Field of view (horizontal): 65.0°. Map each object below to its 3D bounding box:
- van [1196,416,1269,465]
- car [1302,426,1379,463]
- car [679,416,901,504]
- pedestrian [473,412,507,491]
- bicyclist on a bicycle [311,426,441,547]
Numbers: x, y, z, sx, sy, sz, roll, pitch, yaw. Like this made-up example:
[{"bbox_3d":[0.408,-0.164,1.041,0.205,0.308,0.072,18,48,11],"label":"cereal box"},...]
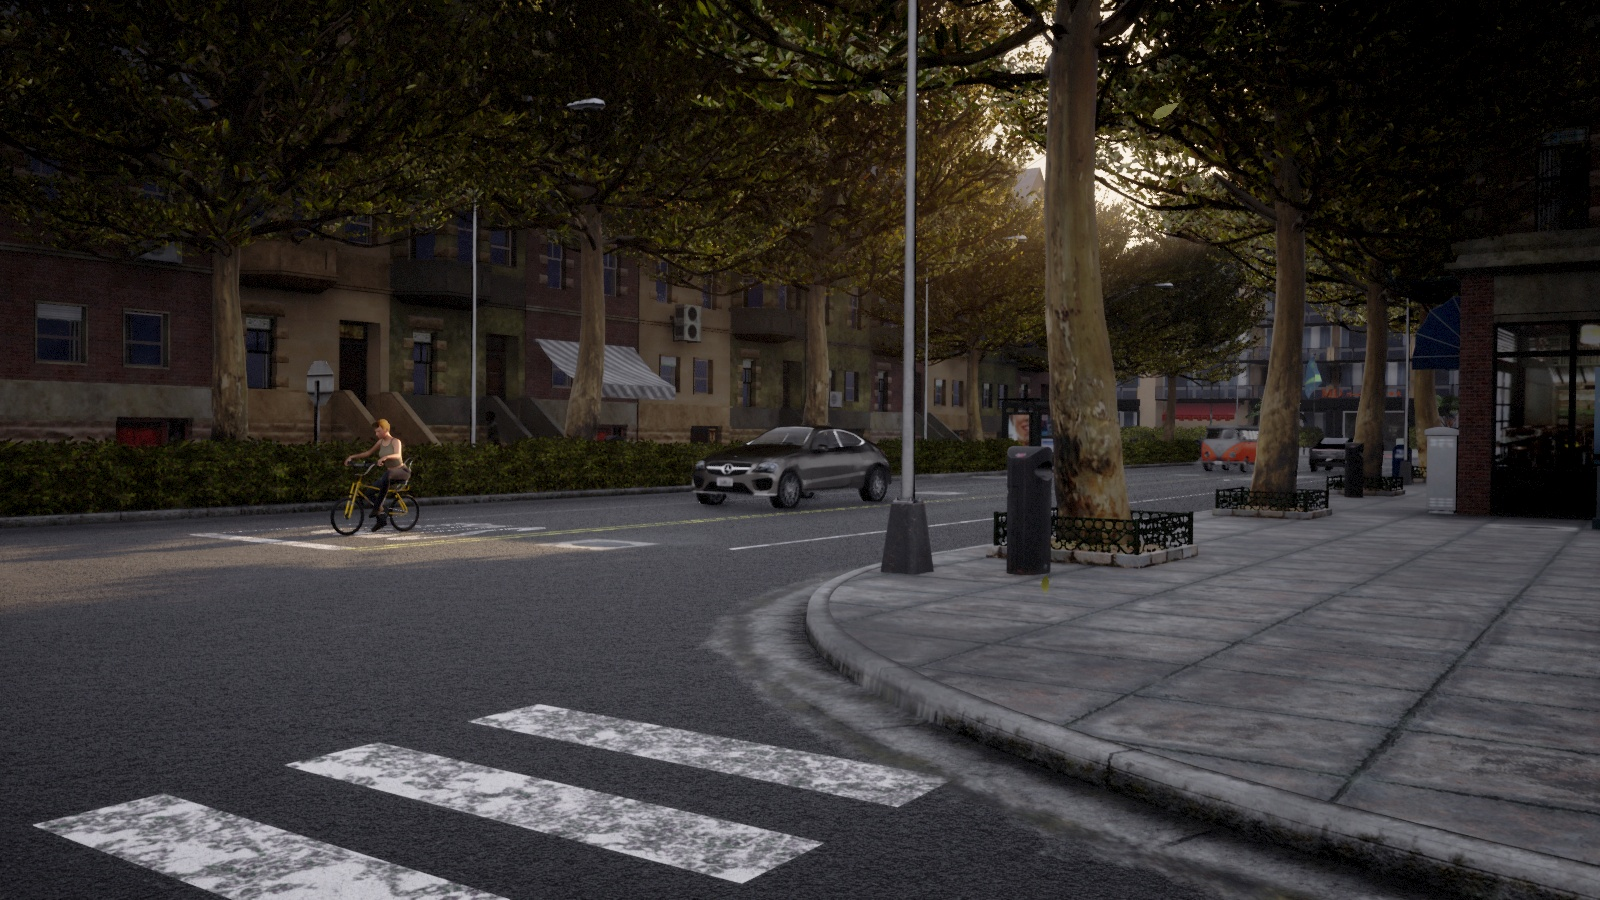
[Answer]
[{"bbox_3d":[18.343,-0.407,53.114,1.775,1.987,4.442,0,1,34],"label":"van"},{"bbox_3d":[23.464,-0.267,54.393,2.128,1.511,4.902,0,1,34],"label":"car"},{"bbox_3d":[-0.075,0.152,26.263,2.152,1.651,5.027,0,1,34],"label":"car"},{"bbox_3d":[-7.658,0.034,31.044,0.395,1.930,0.692,0,1,43],"label":"pedestrian"},{"bbox_3d":[-5.954,0.480,17.696,0.866,1.612,1.509,0,1,34],"label":"bicyclist on a bicycle"}]
